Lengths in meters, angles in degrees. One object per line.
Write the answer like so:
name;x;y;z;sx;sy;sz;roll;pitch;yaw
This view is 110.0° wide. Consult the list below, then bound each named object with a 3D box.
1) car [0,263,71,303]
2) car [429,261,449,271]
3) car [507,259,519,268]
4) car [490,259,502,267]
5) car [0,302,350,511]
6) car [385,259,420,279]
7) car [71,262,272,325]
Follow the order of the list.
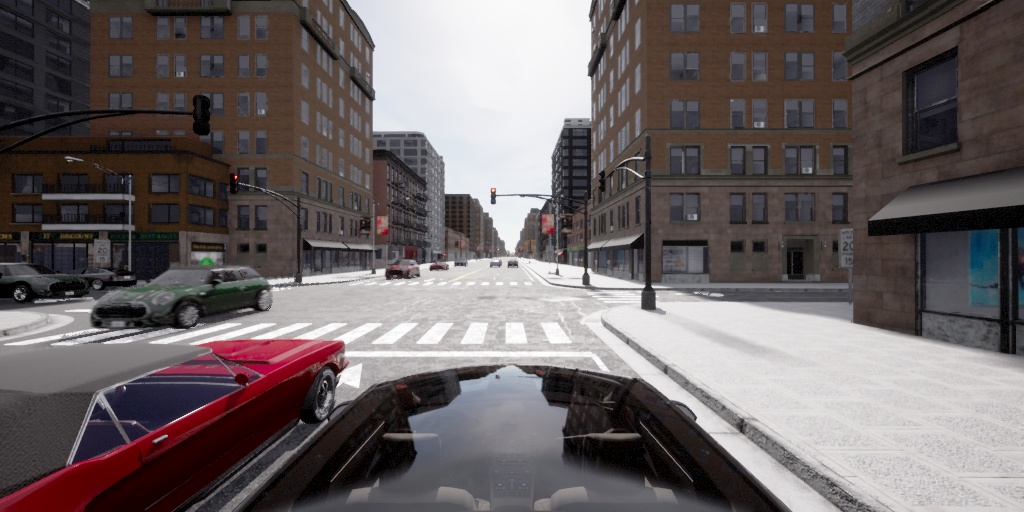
car;-22.165;1.096;16.172;4.553;1.767;2.097;0;0;0
car;-9.728;1.348;48.072;1.895;1.301;4.718;0;0;0
car;0.157;1.248;62.178;1.837;1.490;4.892;0;0;0
car;-2.988;1.291;64.133;2.033;1.411;5.357;0;0;0
car;-3.157;1.351;2.816;1.895;1.301;4.718;0;0;0
car;-9.771;1.103;32.273;2.097;1.767;4.553;0;0;0
car;-9.827;1.096;11.181;2.097;1.767;4.553;0;0;0
